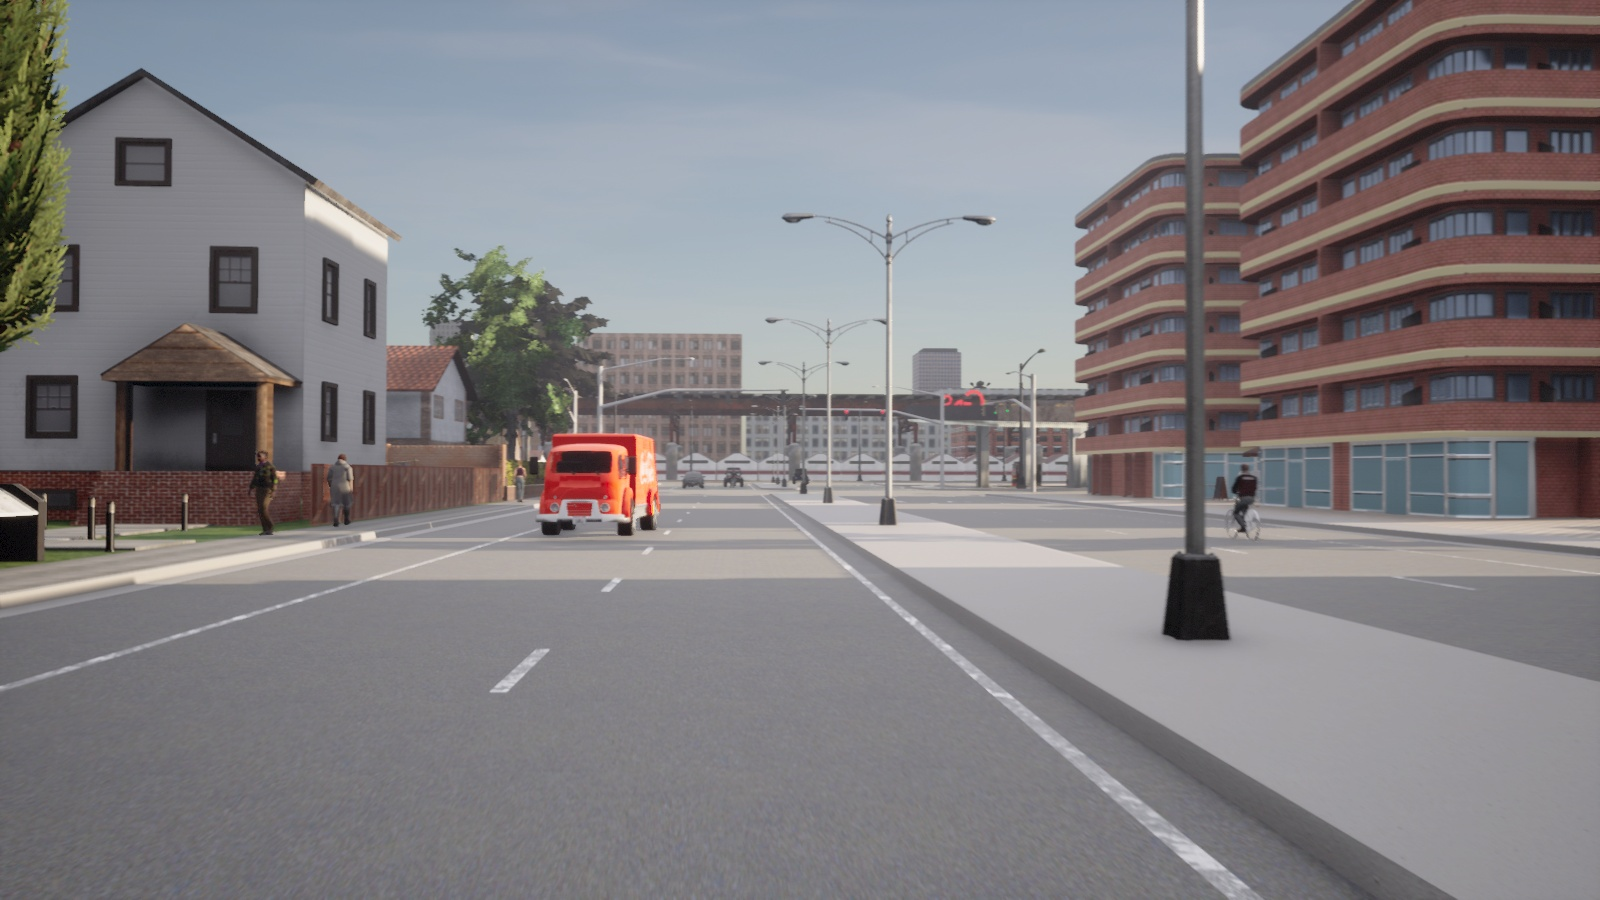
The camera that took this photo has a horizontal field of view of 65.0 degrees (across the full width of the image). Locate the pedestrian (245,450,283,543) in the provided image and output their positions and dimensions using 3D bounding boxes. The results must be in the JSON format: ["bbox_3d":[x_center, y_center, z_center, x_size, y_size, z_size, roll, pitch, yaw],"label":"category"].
[{"bbox_3d":[-11.324,0.970,26.558,0.395,1.930,0.692,-1,-1,14],"label":"pedestrian"}]

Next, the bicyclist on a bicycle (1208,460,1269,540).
[{"bbox_3d":[10.054,1.119,28.880,0.659,1.776,1.843,0,-1,-3],"label":"bicyclist on a bicycle"}]

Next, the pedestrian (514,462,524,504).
[{"bbox_3d":[-12.270,1.449,54.830,0.345,1.836,0.594,0,-1,-3],"label":"pedestrian"}]

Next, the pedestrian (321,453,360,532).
[{"bbox_3d":[-11.487,1.053,31.435,0.659,1.952,0.873,0,-1,0],"label":"pedestrian"}]

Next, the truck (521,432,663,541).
[{"bbox_3d":[-5.036,0.877,31.294,2.627,2.467,5.204,0,-1,1],"label":"truck"}]
